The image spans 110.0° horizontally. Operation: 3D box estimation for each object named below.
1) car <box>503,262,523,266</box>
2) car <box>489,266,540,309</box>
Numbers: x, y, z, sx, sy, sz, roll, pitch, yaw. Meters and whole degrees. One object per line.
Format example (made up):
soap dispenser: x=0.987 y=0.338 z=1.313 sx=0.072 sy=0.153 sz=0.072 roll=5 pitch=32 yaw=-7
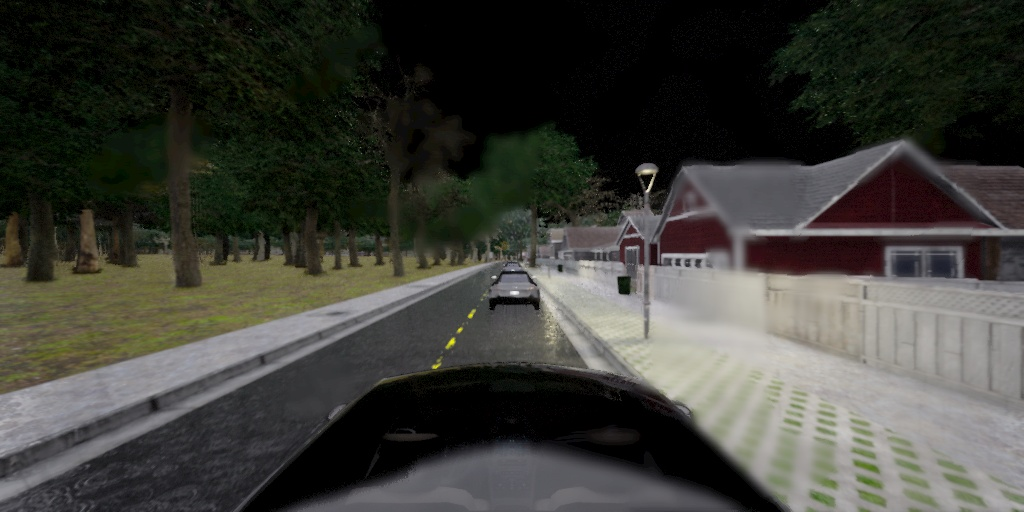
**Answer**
car: x=0.089 y=1.282 z=34.868 sx=1.994 sy=1.385 sz=4.181 roll=0 pitch=0 yaw=0
car: x=0.097 y=1.302 z=14.948 sx=1.994 sy=1.385 sz=4.181 roll=0 pitch=0 yaw=0
